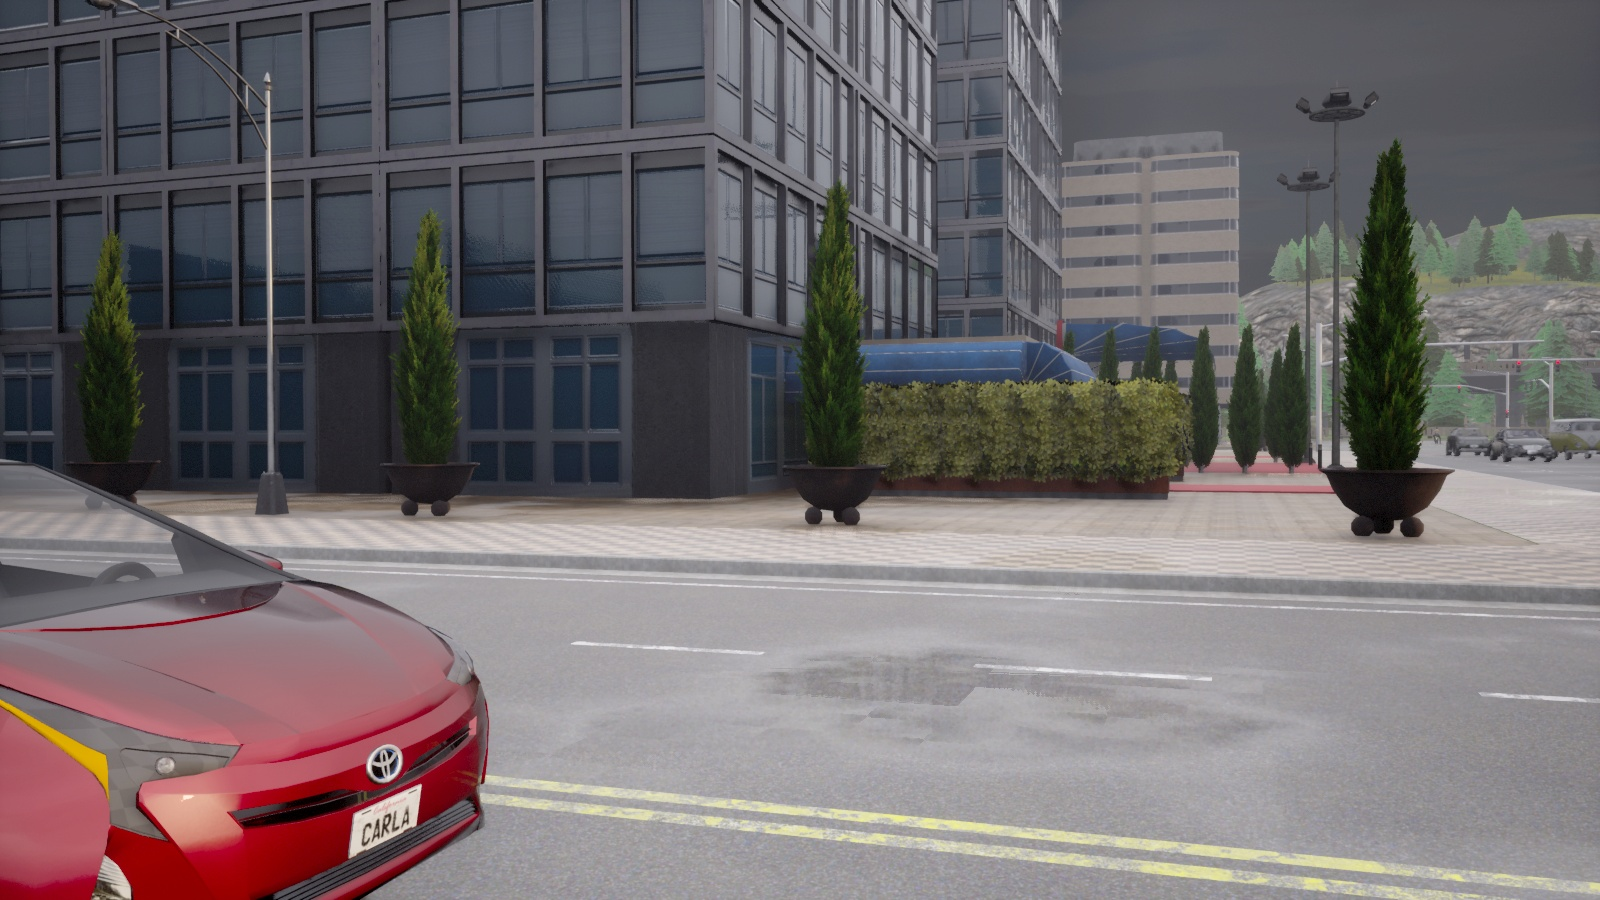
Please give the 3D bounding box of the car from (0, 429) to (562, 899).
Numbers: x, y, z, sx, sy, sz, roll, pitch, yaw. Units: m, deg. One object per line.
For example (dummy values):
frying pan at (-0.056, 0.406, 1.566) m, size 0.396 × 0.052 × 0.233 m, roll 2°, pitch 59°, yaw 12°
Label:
car at (-3.322, 0.692, 4.311) m, size 4.514 × 1.525 × 2.007 m, roll 1°, pitch 1°, yaw 19°

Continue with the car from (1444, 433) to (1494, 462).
car at (36.304, -0.151, 68.218) m, size 1.789 × 1.549 × 3.705 m, roll 1°, pitch 1°, yaw 18°

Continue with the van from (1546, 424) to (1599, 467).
van at (37.332, -0.244, 60.148) m, size 1.775 × 1.987 × 4.442 m, roll 1°, pitch 1°, yaw 18°

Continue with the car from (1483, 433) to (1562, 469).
car at (32.498, -0.003, 56.665) m, size 2.128 × 1.511 × 4.902 m, roll 1°, pitch 1°, yaw 18°
